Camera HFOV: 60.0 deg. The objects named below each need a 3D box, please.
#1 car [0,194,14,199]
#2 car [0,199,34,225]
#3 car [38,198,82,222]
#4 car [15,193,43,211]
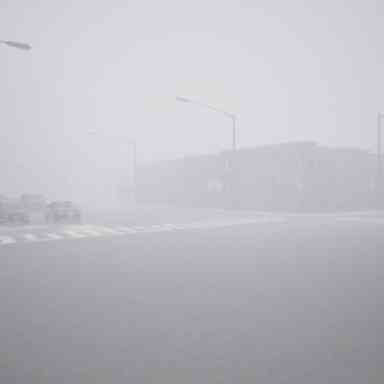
[{"bbox_3d":[-19.753,1.207,33.373,2.150,2.045,5.566,0,0,-35],"label":"car"},{"bbox_3d":[-13.095,1.488,24.035,1.837,1.490,4.892,0,0,-36],"label":"car"},{"bbox_3d":[-10.067,1.455,25.830,2.128,1.511,4.902,0,0,-35],"label":"car"},{"bbox_3d":[-16.977,1.183,35.504,2.150,2.045,5.566,0,1,-36],"label":"car"}]
